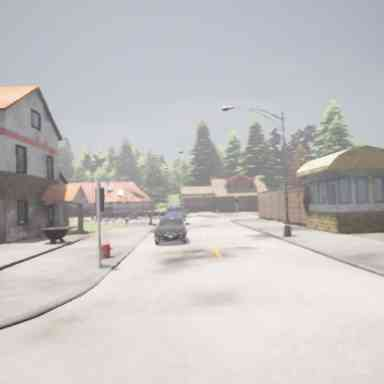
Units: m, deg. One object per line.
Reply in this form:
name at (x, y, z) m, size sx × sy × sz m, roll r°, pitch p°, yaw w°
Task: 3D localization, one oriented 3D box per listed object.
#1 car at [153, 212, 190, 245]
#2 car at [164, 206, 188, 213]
car at (-1.218, 2.250, 20.343) m, size 1.837 × 1.490 × 4.892 m, roll -2°, pitch -2°, yaw -2°
car at (-1.589, 2.449, 34.283) m, size 2.150 × 2.045 × 5.566 m, roll -2°, pitch -2°, yaw -1°
